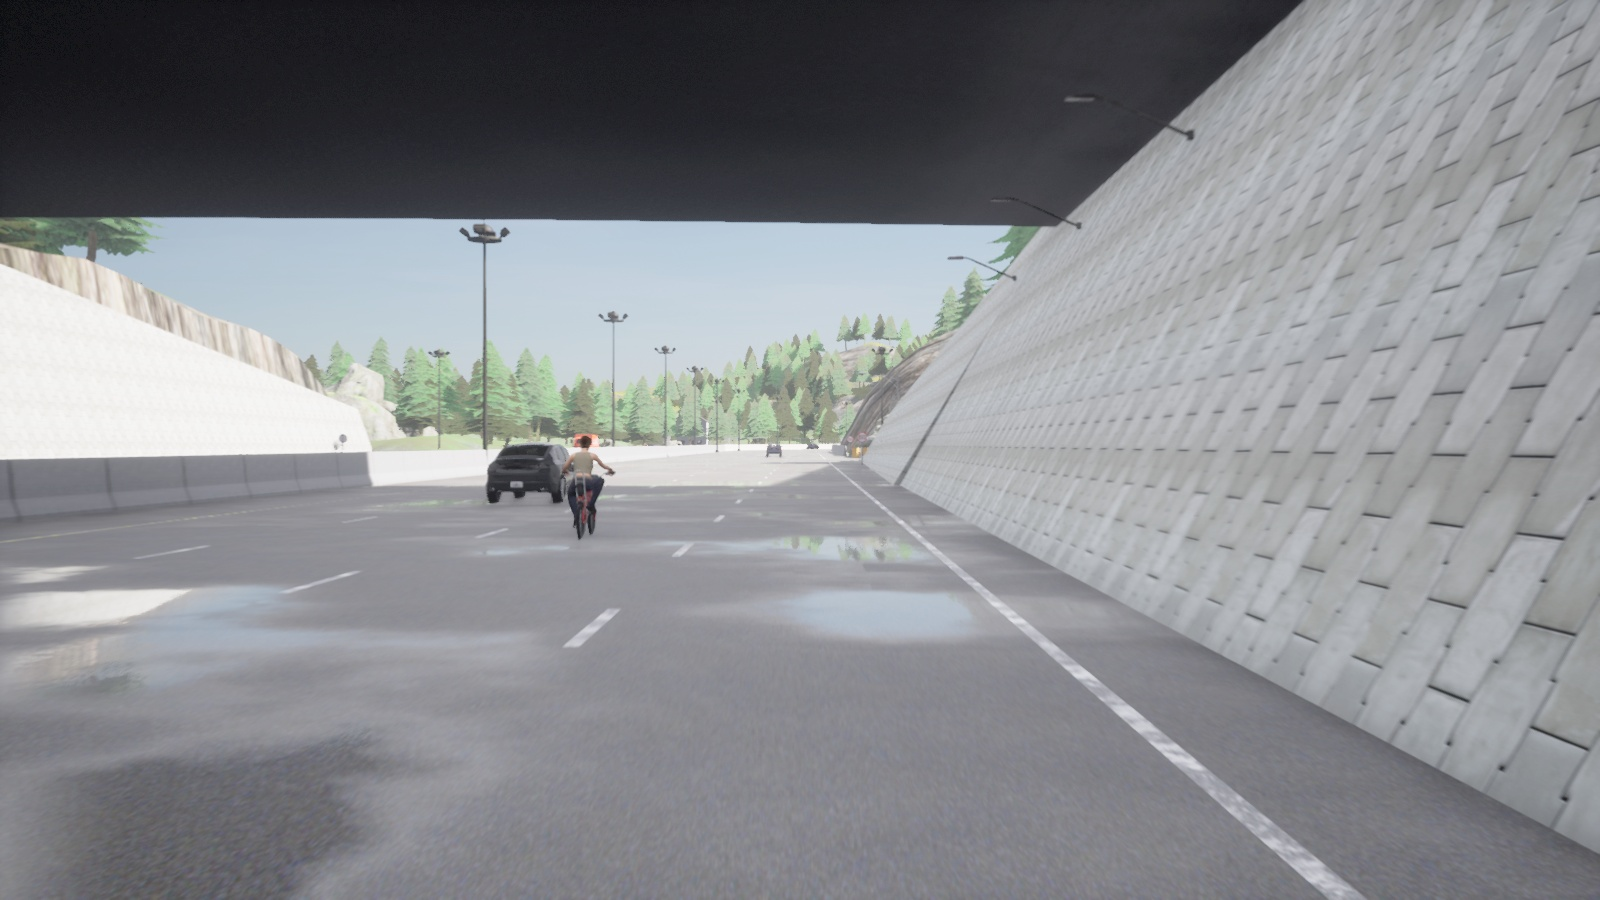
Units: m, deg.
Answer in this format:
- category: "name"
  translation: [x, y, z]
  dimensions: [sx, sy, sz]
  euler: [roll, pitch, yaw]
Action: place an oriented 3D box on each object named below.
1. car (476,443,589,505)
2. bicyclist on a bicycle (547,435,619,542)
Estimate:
- category: "car"
  translation: [-6.812, 0.565, 32.491]
  dimensions: [1.837, 1.490, 4.892]
  euler: [0, 0, 0]
- category: "bicyclist on a bicycle"
  translation: [-3.378, 0.571, 19.677]
  dimensions: [0.866, 1.612, 1.509]
  euler: [0, 0, 1]
